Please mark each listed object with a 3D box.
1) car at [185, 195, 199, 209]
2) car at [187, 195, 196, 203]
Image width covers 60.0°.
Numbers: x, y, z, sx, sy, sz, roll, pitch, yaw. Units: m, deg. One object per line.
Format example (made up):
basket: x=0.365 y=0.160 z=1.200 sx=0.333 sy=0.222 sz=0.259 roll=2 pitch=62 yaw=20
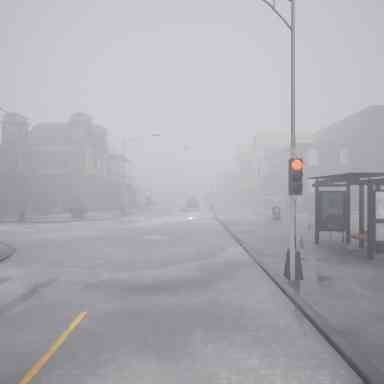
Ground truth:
car: x=0.041 y=1.547 z=46.067 sx=2.033 sy=1.411 sz=5.357 roll=0 pitch=0 yaw=0
car: x=-0.103 y=1.500 z=72.293 sx=1.837 sy=1.490 sz=4.892 roll=0 pitch=0 yaw=0
